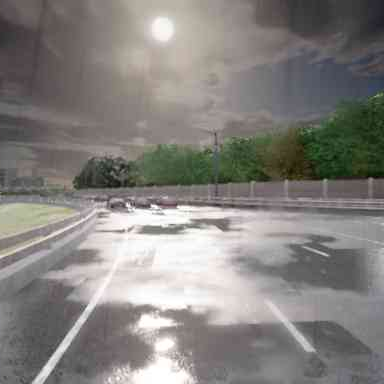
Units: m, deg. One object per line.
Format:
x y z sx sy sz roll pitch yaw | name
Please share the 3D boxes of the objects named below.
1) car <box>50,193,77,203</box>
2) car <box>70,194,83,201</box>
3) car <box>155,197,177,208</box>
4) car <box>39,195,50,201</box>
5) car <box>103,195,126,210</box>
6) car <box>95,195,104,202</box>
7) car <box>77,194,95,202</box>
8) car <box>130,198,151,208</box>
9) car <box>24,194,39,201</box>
-25.787 1.162 66.808 2.150 2.045 5.566 -1 0 -43 | car
-28.727 1.392 82.837 1.837 1.490 4.892 -1 0 -35 | car
-3.630 1.392 45.893 1.994 1.385 4.181 -1 0 -25 | car
-33.644 1.477 79.369 4.902 1.511 2.128 0 0 38 | car
-9.616 1.424 42.226 1.812 1.442 4.674 -1 0 -25 | car
-19.090 1.401 69.915 2.033 1.411 5.357 -1 0 -38 | car
-22.400 1.423 68.262 1.812 1.442 4.674 -1 0 -43 | car
-7.021 1.427 44.886 1.994 1.385 4.181 -1 0 -25 | car
-37.299 1.347 77.859 4.553 1.767 2.097 0 0 38 | car
